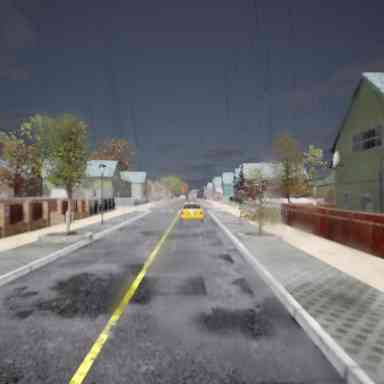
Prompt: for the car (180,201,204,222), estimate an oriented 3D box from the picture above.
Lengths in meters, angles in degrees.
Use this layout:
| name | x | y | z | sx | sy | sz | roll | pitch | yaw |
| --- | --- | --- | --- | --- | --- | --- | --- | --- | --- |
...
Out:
| name | x | y | z | sx | sy | sz | roll | pitch | yaw |
| --- | --- | --- | --- | --- | --- | --- | --- | --- | --- |
| car | 0.003 | 1.502 | 26.520 | 1.801 | 1.575 | 5.366 | 0 | 0 | 0 |
